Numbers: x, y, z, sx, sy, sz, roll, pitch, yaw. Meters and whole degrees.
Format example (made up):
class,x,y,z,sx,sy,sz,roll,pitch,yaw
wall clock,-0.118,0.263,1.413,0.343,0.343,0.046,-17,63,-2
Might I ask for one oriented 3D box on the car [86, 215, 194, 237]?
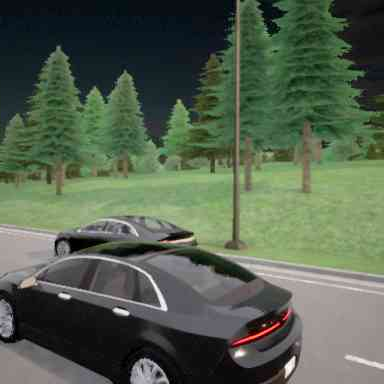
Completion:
class,x,y,z,sx,sy,sz,roll,pitch,yaw
car,-2.113,1.427,9.804,4.902,1.511,2.128,1,0,36

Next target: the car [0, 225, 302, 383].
class,x,y,z,sx,sy,sz,roll,pitch,yaw
car,-1.002,1.473,4.710,4.892,1.490,1.837,0,0,36
